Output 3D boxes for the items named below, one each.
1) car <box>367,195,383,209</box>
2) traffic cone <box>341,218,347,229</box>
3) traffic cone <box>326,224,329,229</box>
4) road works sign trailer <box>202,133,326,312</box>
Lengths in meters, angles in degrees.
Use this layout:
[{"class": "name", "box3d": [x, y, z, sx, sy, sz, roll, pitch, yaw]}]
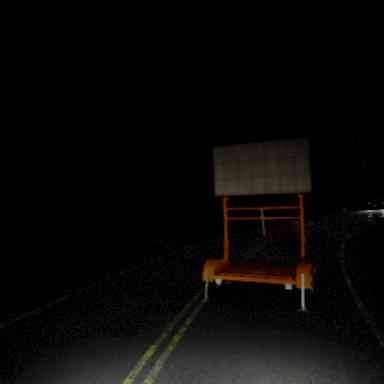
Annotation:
[{"class": "car", "box3d": [20.571, 1.038, 35.546, 4.674, 1.442, 1.812, -3, -3, -37]}, {"class": "traffic cone", "box3d": [8.735, 1.794, 19.168, 0.340, 0.580, 0.340, -5, -1, 25]}, {"class": "traffic cone", "box3d": [7.833, 1.867, 19.586, 0.340, 0.580, 0.340, -5, -1, 25]}, {"class": "road works sign trailer", "box3d": [1.720, 0.497, 8.006, 2.380, 3.560, 2.880, -3, -1, 25]}]
